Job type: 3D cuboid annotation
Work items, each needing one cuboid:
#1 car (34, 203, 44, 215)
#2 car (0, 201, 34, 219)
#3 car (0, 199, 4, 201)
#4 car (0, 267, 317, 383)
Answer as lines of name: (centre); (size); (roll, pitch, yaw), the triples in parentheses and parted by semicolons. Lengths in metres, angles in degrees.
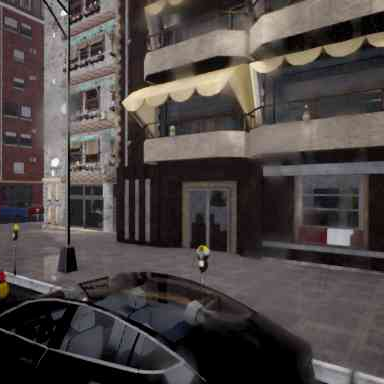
car: (-17.307, 1.930, 36.801); (1.887, 1.381, 4.507); (-1, -2, 35)
car: (-18.174, 1.848, 31.063); (2.033, 1.411, 5.357); (0, -1, 35)
car: (-20.593, 1.597, 32.155); (2.192, 1.841, 5.009); (-1, -2, 35)
car: (-0.923, 1.566, 3.527); (4.313, 1.339, 1.947); (0, 0, 35)
